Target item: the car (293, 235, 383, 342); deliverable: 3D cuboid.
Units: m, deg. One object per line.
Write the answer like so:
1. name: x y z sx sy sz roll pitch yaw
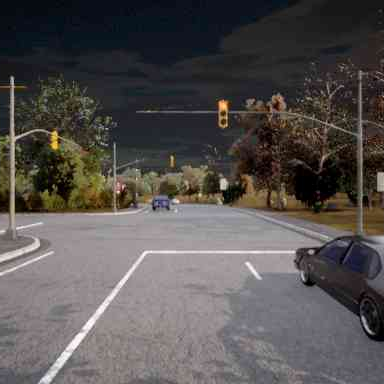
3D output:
1. car: 3.607 1.558 6.433 2.033 1.411 5.357 0 0 0

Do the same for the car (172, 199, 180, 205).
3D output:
1. car: -4.455 2.500 83.279 1.812 1.442 4.674 0 -1 -22

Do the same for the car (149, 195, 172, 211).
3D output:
1. car: -3.989 1.365 43.029 2.150 2.045 5.566 0 -1 -3

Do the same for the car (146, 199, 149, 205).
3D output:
1. car: -9.328 2.326 76.283 1.882 1.535 5.008 0 -1 -19
